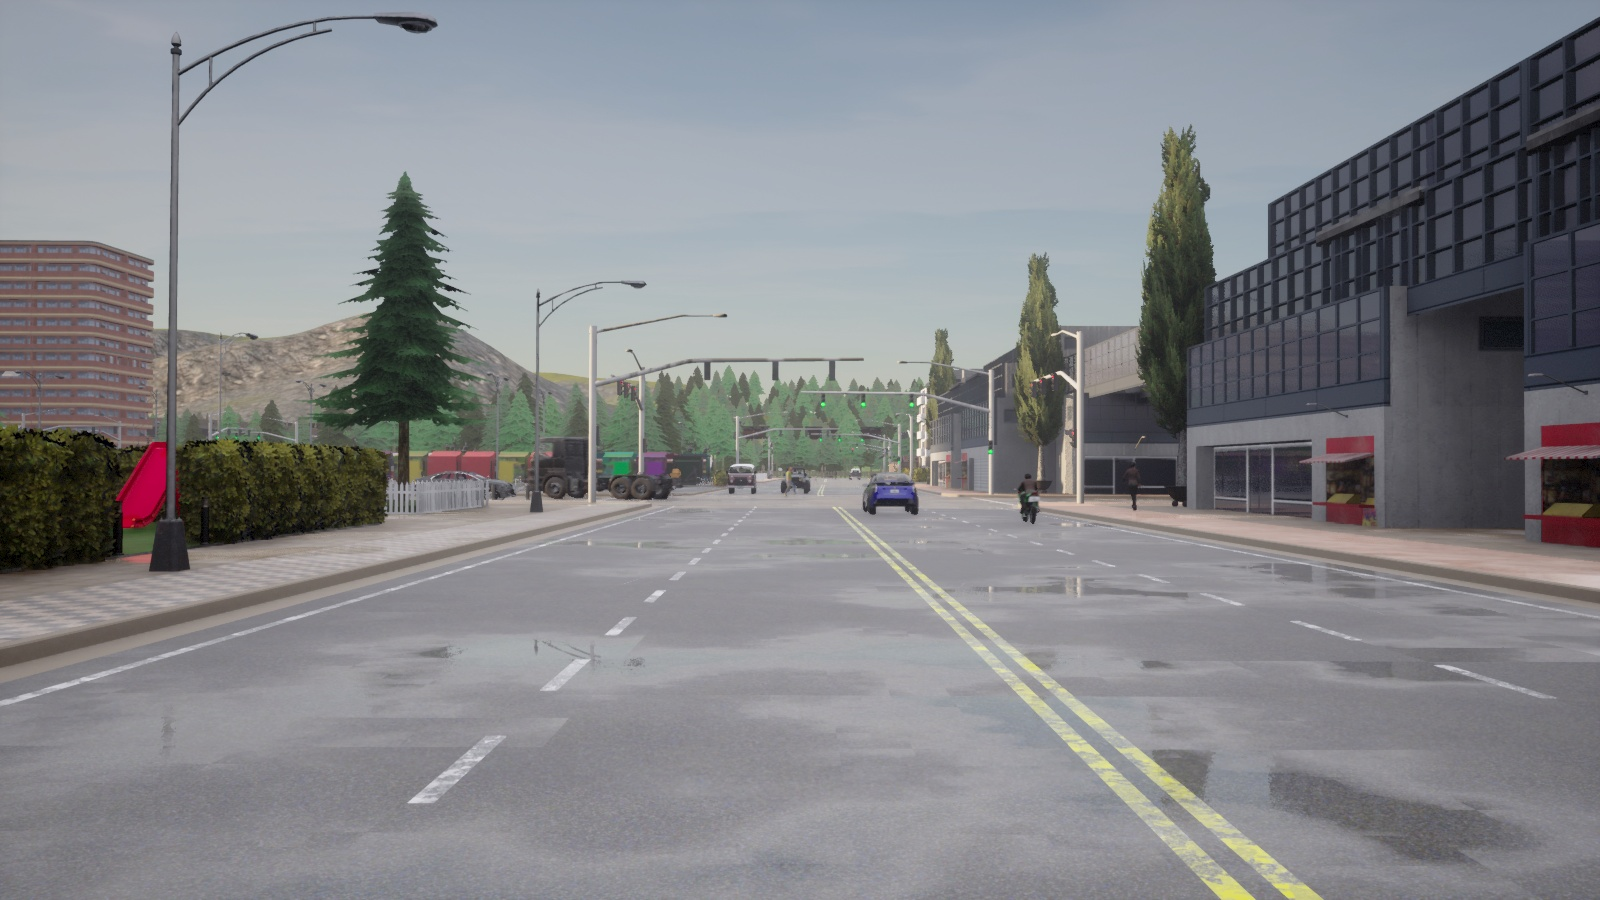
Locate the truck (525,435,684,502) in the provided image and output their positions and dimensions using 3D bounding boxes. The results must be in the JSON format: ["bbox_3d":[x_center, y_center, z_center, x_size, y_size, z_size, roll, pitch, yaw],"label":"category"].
[{"bbox_3d":[-10.498,1.004,67.442,7.936,3.462,2.891,-1,-1,16],"label":"truck"}]

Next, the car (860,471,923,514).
[{"bbox_3d":[3.383,1.536,47.042,2.007,1.525,4.514,0,-1,0],"label":"car"}]

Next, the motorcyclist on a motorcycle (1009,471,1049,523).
[{"bbox_3d":[6.906,1.405,37.956,0.797,1.523,2.044,0,-1,0],"label":"motorcyclist on a motorcycle"}]

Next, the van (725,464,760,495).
[{"bbox_3d":[-3.870,1.979,85.083,2.069,2.038,4.480,0,-1,1],"label":"van"}]

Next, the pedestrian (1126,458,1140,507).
[{"bbox_3d":[12.314,1.201,46.412,0.328,1.805,0.869,0,-1,5],"label":"pedestrian"}]

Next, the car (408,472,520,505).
[{"bbox_3d":[-16.275,1.858,61.007,4.902,1.511,2.128,0,-1,0],"label":"car"}]

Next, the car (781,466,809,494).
[{"bbox_3d":[-0.334,2.079,87.593,1.905,1.878,3.866,0,-1,1],"label":"car"}]
